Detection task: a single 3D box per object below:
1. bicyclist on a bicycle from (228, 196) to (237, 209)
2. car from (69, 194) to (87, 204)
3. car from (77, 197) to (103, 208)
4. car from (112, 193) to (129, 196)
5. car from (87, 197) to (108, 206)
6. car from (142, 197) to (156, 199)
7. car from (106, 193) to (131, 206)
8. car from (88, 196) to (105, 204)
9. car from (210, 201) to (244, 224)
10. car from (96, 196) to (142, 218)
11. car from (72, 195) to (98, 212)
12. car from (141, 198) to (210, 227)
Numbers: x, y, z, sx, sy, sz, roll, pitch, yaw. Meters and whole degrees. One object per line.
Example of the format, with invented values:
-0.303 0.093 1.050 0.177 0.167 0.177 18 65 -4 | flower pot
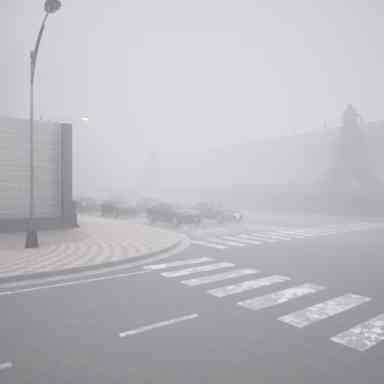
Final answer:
4.715 1.245 39.038 1.656 1.620 0.582 0 0 -36 | bicyclist on a bicycle
-21.731 1.296 63.408 2.097 1.767 4.553 0 0 -36 | car
-14.508 1.435 47.083 2.128 1.511 4.902 0 0 -35 | car
-8.814 1.296 39.083 2.097 1.767 4.553 0 0 -35 | car
-15.769 1.545 55.184 1.895 1.301 4.718 0 0 -36 | car
-3.682 1.296 31.896 2.097 1.767 4.553 0 0 -36 | car
-12.494 1.165 56.448 2.150 2.045 5.566 0 0 -36 | car
-18.699 1.470 65.135 1.812 1.442 4.674 0 0 -36 | car
1.670 1.436 24.402 2.128 1.511 4.902 0 0 -36 | car
-6.713 1.422 30.119 1.882 1.535 5.008 0 0 -35 | car
-12.083 1.296 37.647 2.097 1.767 4.553 0 0 -36 | car
-1.264 1.422 22.490 1.882 1.535 5.008 0 0 -36 | car
